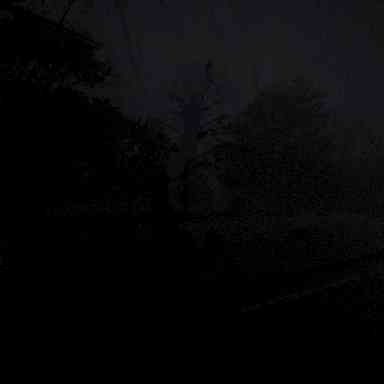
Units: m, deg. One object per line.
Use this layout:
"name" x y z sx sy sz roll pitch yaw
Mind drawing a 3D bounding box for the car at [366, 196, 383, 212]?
"car" 21.289 1.581 43.519 2.435 2.045 5.566 2 -1 -35

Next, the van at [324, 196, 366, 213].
"van" 18.881 1.532 41.916 1.878 1.987 4.442 2 -1 -35
